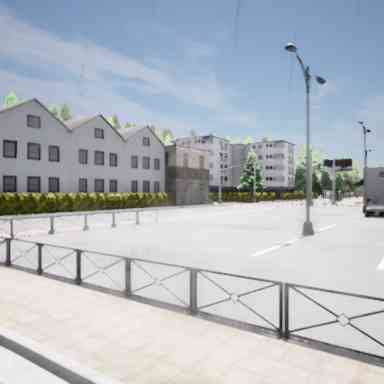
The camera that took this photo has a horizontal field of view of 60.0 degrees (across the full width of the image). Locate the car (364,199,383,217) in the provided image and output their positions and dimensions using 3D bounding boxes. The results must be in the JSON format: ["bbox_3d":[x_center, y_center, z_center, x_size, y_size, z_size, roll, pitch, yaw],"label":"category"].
[{"bbox_3d":[15.256,1.298,26.929,2.007,1.523,4.514,0,0,35],"label":"car"}]
